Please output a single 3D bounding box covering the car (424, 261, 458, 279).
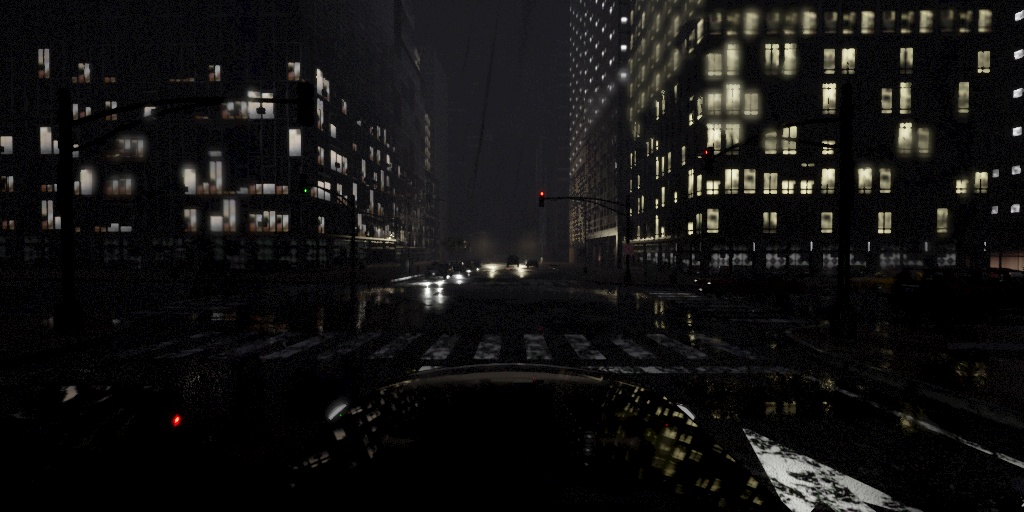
[{"bbox_3d":[-6.522,1.225,32.333,2.128,1.511,4.902,0,0,0],"label":"car"}]

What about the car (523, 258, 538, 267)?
[{"bbox_3d":[3.512,1.196,62.259,2.128,1.511,4.902,0,0,0],"label":"car"}]

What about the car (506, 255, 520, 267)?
[{"bbox_3d":[0.165,0.925,62.860,2.150,2.045,5.566,0,0,0],"label":"car"}]

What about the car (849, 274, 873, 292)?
[{"bbox_3d":[21.852,1.409,20.689,4.829,1.417,1.751,0,0,1],"label":"car"}]

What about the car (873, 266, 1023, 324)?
[{"bbox_3d":[16.219,1.281,12.419,5.009,1.841,2.192,0,0,1],"label":"car"}]

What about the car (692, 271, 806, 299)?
[{"bbox_3d":[11.974,1.436,18.423,4.718,1.301,1.895,1,1,3],"label":"car"}]

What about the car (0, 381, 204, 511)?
[{"bbox_3d":[-3.357,1.298,0.382,2.033,1.411,5.357,0,0,0],"label":"car"}]

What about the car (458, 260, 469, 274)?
[{"bbox_3d":[-6.496,1.327,41.615,1.895,1.301,4.718,0,0,0],"label":"car"}]

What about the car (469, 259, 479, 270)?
[{"bbox_3d":[-6.461,1.264,51.385,2.033,1.411,5.357,0,0,0],"label":"car"}]

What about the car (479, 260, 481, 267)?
[{"bbox_3d":[-6.398,1.182,61.726,1.882,1.535,5.008,0,0,1],"label":"car"}]

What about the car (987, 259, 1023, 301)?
[{"bbox_3d":[28.079,1.198,17.957,5.566,2.045,2.150,0,1,1],"label":"car"}]
